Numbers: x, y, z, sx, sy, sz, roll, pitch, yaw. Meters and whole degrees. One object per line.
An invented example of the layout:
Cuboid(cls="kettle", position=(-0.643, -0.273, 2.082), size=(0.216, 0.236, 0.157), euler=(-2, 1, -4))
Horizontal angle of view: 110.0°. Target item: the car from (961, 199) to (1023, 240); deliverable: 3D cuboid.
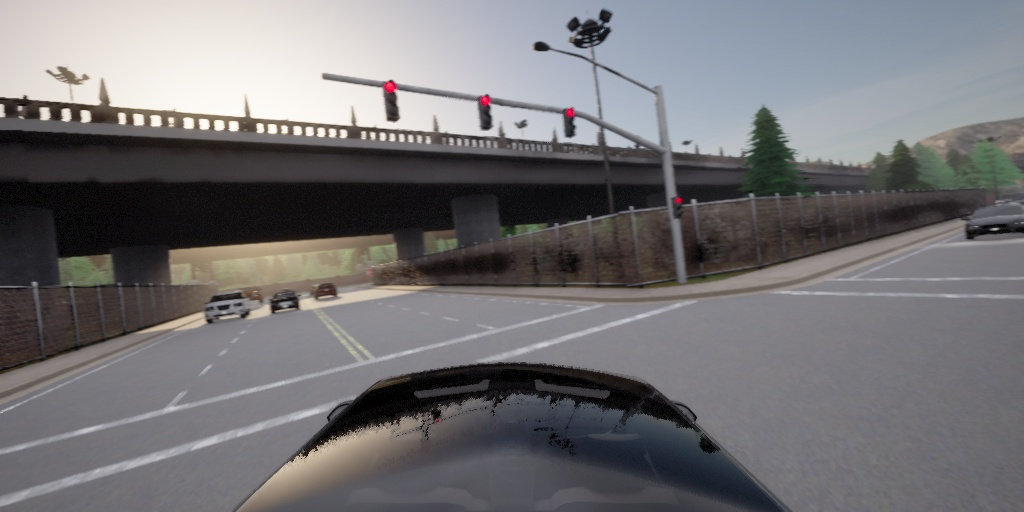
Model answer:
Cuboid(cls="car", position=(23.529, -1.706, 17.272), size=(4.892, 1.490, 1.837), euler=(-8, 0, -32))

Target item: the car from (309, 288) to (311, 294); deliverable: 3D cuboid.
Cuboid(cls="car", position=(-27.622, 4.792, 50.976), size=(1.837, 1.490, 4.892), euler=(-7, 0, -31))

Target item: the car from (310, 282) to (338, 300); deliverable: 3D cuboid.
Cuboid(cls="car", position=(-20.935, 3.788, 40.144), size=(2.097, 1.767, 4.553), euler=(-7, 0, -31))

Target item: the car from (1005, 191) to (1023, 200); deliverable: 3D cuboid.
Cuboid(cls="car", position=(40.209, -4.064, 27.626), size=(5.566, 2.045, 2.150), euler=(-7, 0, -31))

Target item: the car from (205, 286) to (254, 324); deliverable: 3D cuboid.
Cuboid(cls="car", position=(-20.845, 3.630, 26.433), size=(2.150, 2.045, 5.566), euler=(-7, 0, -32))

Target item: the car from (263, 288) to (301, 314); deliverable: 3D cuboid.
Cuboid(cls="car", position=(-17.421, 3.475, 27.569), size=(2.128, 1.511, 4.902), euler=(-7, 0, -32))

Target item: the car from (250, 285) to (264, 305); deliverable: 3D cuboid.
Cuboid(cls="car", position=(-29.213, 4.349, 40.112), size=(2.150, 2.045, 5.566), euler=(-7, 0, -32))
